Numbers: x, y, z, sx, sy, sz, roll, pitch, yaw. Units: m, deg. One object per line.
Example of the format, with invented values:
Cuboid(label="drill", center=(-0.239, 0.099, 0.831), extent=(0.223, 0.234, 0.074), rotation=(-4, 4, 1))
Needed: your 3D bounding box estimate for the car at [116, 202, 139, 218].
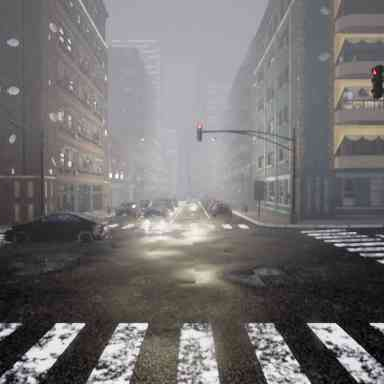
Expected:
Cuboid(label="car", center=(-5.690, 1.566, 30.224), extent=(1.947, 1.339, 4.313), rotation=(0, 0, 0))

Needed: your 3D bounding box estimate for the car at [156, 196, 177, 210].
Cuboid(label="car", center=(-3.089, 1.508, 39.850), extent=(1.837, 1.490, 4.892), rotation=(0, 0, 0))

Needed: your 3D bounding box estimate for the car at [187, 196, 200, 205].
Cuboid(label="car", center=(0.012, 1.538, 59.667), extent=(1.812, 1.442, 4.674), rotation=(0, 0, 0))

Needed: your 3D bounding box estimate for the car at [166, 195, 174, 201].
Cuboid(label="car", center=(-5.679, 1.556, 85.290), extent=(1.752, 1.417, 4.829), rotation=(0, 0, 0))

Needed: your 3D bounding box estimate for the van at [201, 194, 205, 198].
Cuboid(label="van", center=(2.694, 1.350, 52.304), extent=(1.690, 1.788, 3.998), rotation=(0, 0, 0))

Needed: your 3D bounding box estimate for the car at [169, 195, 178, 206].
Cuboid(label="car", center=(-3.077, 1.499, 50.294), extent=(2.128, 1.511, 4.902), rotation=(0, 0, 0))

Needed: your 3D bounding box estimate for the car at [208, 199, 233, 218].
Cuboid(label="car", center=(2.691, 1.582, 30.210), extent=(1.802, 1.307, 4.206), rotation=(0, 0, 0))

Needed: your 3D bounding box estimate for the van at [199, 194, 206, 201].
Cuboid(label="van", center=(2.700, 1.372, 85.445), extent=(1.690, 1.788, 3.998), rotation=(-1, 0, 0))

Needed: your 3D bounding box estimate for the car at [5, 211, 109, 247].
Cuboid(label="car", center=(-5.801, 1.562, 14.633), extent=(4.181, 1.385, 1.994), rotation=(0, 0, 0))

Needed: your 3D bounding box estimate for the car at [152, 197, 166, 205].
Cuboid(label="car", center=(-5.685, 1.556, 57.842), extent=(1.887, 1.381, 4.507), rotation=(0, 0, 0))

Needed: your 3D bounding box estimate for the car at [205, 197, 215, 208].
Cuboid(label="car", center=(2.692, 1.567, 35.734), extent=(1.947, 1.339, 4.313), rotation=(0, 0, 0))

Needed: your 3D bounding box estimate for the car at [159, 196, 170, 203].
Cuboid(label="car", center=(-5.682, 1.600, 68.889), extent=(1.802, 1.307, 4.206), rotation=(0, 0, 0))

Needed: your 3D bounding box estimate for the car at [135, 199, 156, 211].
Cuboid(label="car", center=(-5.688, 1.569, 41.271), extent=(1.947, 1.339, 4.313), rotation=(0, 0, 0))

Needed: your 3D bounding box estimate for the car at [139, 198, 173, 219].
Cuboid(label="car", center=(-3.095, 1.547, 29.731), extent=(2.033, 1.411, 5.357), rotation=(0, 0, 0))

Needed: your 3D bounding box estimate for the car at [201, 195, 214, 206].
Cuboid(label="car", center=(2.694, 1.551, 46.781), extent=(1.887, 1.381, 4.507), rotation=(0, 0, 0))

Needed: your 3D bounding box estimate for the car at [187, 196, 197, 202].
Cuboid(label="car", center=(0.015, 1.446, 69.702), extent=(1.895, 1.301, 4.718), rotation=(0, 0, 0))

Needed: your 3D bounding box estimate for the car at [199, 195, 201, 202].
Cuboid(label="car", center=(2.697, 1.577, 57.828), extent=(1.947, 1.339, 4.313), rotation=(0, 0, 0))
